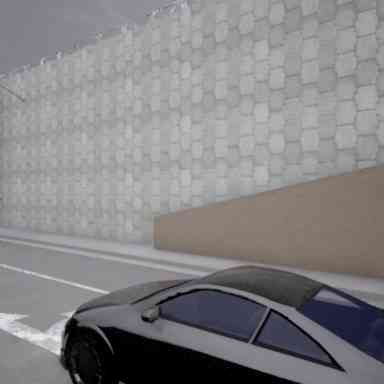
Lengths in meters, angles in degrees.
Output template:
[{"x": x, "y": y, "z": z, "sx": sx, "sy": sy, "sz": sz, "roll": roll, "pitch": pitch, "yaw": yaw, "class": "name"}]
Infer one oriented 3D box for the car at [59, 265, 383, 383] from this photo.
[{"x": 0.432, "y": 1.564, "z": 3.685, "sx": 4.181, "sy": 1.385, "sz": 1.994, "roll": 0, "pitch": 0, "yaw": 35, "class": "car"}]
